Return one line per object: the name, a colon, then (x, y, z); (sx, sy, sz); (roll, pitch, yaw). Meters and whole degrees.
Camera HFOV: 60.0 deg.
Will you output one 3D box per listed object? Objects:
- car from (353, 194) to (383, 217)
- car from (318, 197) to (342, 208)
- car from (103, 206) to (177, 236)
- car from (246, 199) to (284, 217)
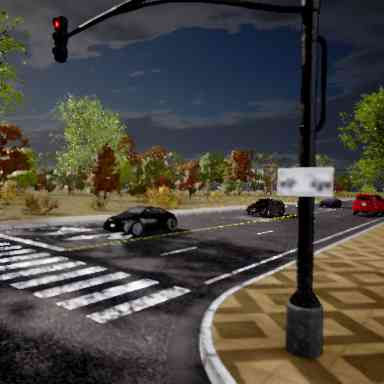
car: (17.426, 1.226, 32.585); (2.150, 2.045, 5.566); (1, 1, 38)
car: (18.805, 1.440, 45.021); (2.033, 1.411, 5.357); (1, 1, 38)
car: (-2.678, 1.456, 17.878); (1.994, 1.385, 4.181); (1, 1, 38)
car: (6.639, 1.383, 29.710); (1.837, 1.490, 4.892); (1, 1, 38)
